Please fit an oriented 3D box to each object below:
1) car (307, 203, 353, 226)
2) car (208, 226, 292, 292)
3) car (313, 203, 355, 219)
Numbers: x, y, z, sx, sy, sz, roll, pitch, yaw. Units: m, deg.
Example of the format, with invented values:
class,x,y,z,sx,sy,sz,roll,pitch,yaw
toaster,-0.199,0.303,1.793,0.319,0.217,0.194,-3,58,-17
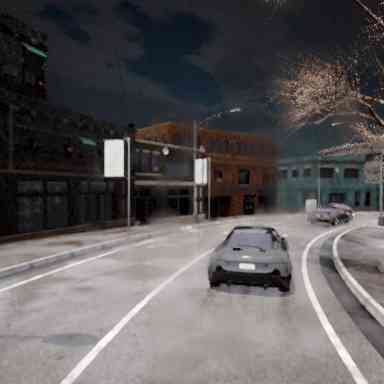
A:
class,x,y,z,sx,sy,sz,roll,pitch,yaw
car,10.967,1.859,26.318,2.033,1.411,5.357,1,0,42
car,1.753,1.655,9.423,1.994,1.385,4.181,0,0,15
car,14.747,1.912,34.421,4.674,1.442,1.812,1,0,-35
